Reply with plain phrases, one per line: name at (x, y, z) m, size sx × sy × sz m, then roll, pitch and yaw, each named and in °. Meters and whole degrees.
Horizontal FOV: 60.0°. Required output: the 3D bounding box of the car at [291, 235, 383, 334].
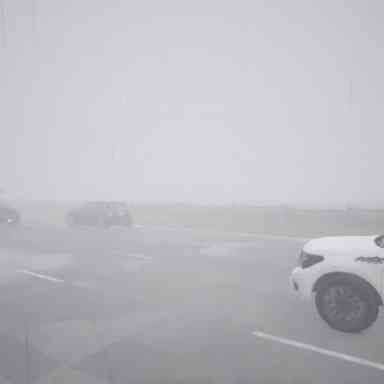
car at (4.450, 1.222, 5.114) m, size 5.566 × 2.045 × 2.150 m, roll 0°, pitch 0°, yaw 35°

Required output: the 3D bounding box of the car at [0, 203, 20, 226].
car at (-13.300, 1.501, 22.072) m, size 4.892 × 1.490 × 1.837 m, roll 0°, pitch 0°, yaw 35°

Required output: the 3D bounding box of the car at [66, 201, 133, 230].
car at (-5.939, 1.350, 21.119) m, size 4.553 × 1.767 × 2.097 m, roll 0°, pitch 0°, yaw 35°
